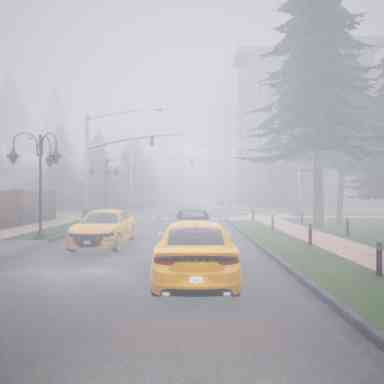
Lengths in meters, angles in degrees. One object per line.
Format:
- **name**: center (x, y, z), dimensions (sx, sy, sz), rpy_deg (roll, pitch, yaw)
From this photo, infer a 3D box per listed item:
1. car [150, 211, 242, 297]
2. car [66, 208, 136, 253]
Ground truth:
- **car**: center (0.078, 1.477, 8.636), dimensions (1.882, 1.535, 5.008), rpy_deg (0, 0, 0)
- **car**: center (-3.615, 1.476, 13.966), dimensions (1.882, 1.535, 5.008), rpy_deg (0, 0, 0)
